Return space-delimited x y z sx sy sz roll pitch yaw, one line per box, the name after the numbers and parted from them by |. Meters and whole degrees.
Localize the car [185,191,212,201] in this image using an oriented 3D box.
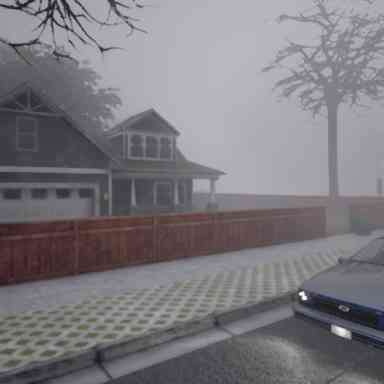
1.067 0.591 54.216 1.837 1.490 4.892 -1 1 -35 | car

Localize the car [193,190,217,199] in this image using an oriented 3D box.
2.168 0.564 47.817 2.097 1.767 4.553 -1 1 -36 | car

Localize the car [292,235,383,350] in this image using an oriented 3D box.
4.188 1.490 6.067 5.357 1.411 2.033 -1 0 -36 | car
